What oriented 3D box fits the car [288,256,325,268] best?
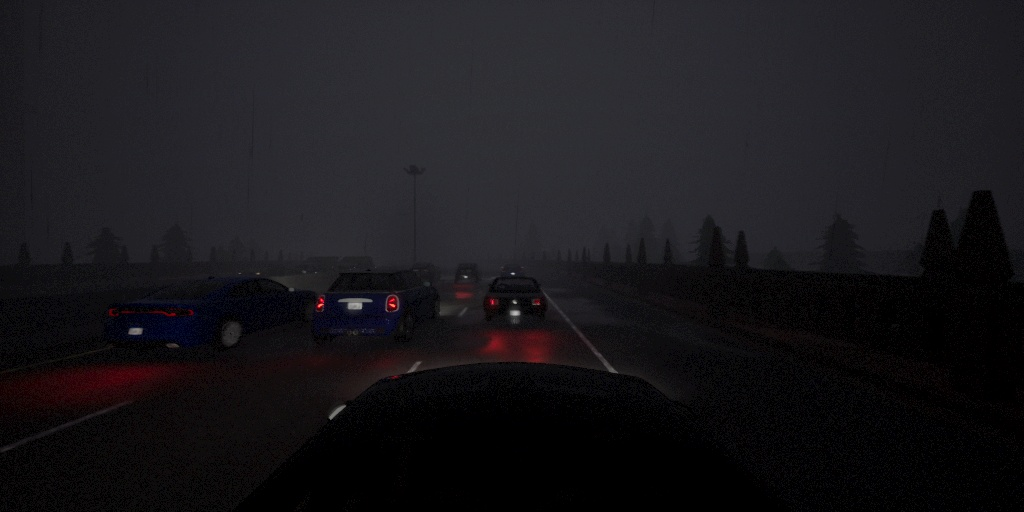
[{"bbox_3d":[-17.785,1.023,33.137,2.150,2.045,5.566,0,-1,-3],"label":"car"}]

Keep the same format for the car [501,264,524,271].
[{"bbox_3d":[0.025,1.352,29.949,1.994,1.385,4.181,0,0,-1],"label":"car"}]

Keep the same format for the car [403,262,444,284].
[{"bbox_3d":[-6.947,1.277,28.615,2.128,1.511,4.902,0,0,-1],"label":"car"}]

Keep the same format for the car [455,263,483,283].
[{"bbox_3d":[-3.447,1.291,28.829,1.837,1.490,4.892,0,0,-1],"label":"car"}]

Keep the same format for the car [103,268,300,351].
[{"bbox_3d":[-6.901,1.232,9.049,1.882,1.535,5.008,0,0,0],"label":"car"}]

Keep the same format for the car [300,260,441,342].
[{"bbox_3d":[-3.402,1.108,9.895,2.097,1.767,4.553,0,0,0],"label":"car"}]

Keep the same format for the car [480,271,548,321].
[{"bbox_3d":[0.098,1.359,12.551,1.895,1.301,4.718,0,0,0],"label":"car"}]

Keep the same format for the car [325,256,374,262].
[{"bbox_3d":[-14.257,1.016,32.487,2.150,2.045,5.566,0,0,-2],"label":"car"}]

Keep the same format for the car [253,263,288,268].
[{"bbox_3d":[-21.189,1.339,31.290,2.033,1.411,5.357,0,0,-2],"label":"car"}]
